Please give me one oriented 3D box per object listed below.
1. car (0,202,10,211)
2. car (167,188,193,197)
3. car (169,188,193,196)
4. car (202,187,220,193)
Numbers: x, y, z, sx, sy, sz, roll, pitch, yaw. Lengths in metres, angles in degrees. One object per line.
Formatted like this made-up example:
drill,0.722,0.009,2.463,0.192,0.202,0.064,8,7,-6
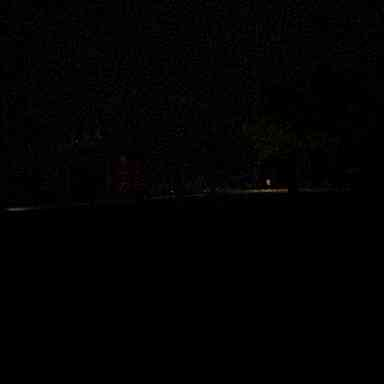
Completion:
car,-20.054,1.217,30.918,2.033,1.411,5.357,-1,2,35
car,-2.224,0.048,55.892,2.128,1.511,4.902,-1,2,36
car,-1.930,0.026,61.136,1.895,1.301,4.718,-1,2,35
car,3.738,-0.230,64.358,1.994,1.385,4.181,-1,2,35
